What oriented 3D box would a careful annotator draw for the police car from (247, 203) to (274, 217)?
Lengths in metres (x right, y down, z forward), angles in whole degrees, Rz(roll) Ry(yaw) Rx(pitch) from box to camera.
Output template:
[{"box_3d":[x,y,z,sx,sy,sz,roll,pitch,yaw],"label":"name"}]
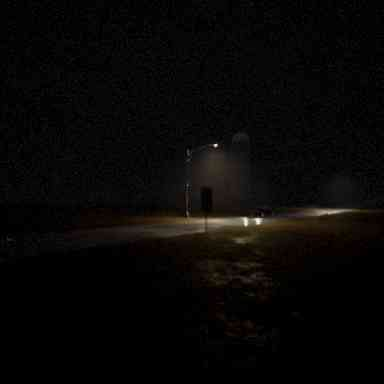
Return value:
[{"box_3d":[8.526,2.235,41.337,1.930,1.638,5.238,1,-1,35],"label":"police car"}]
